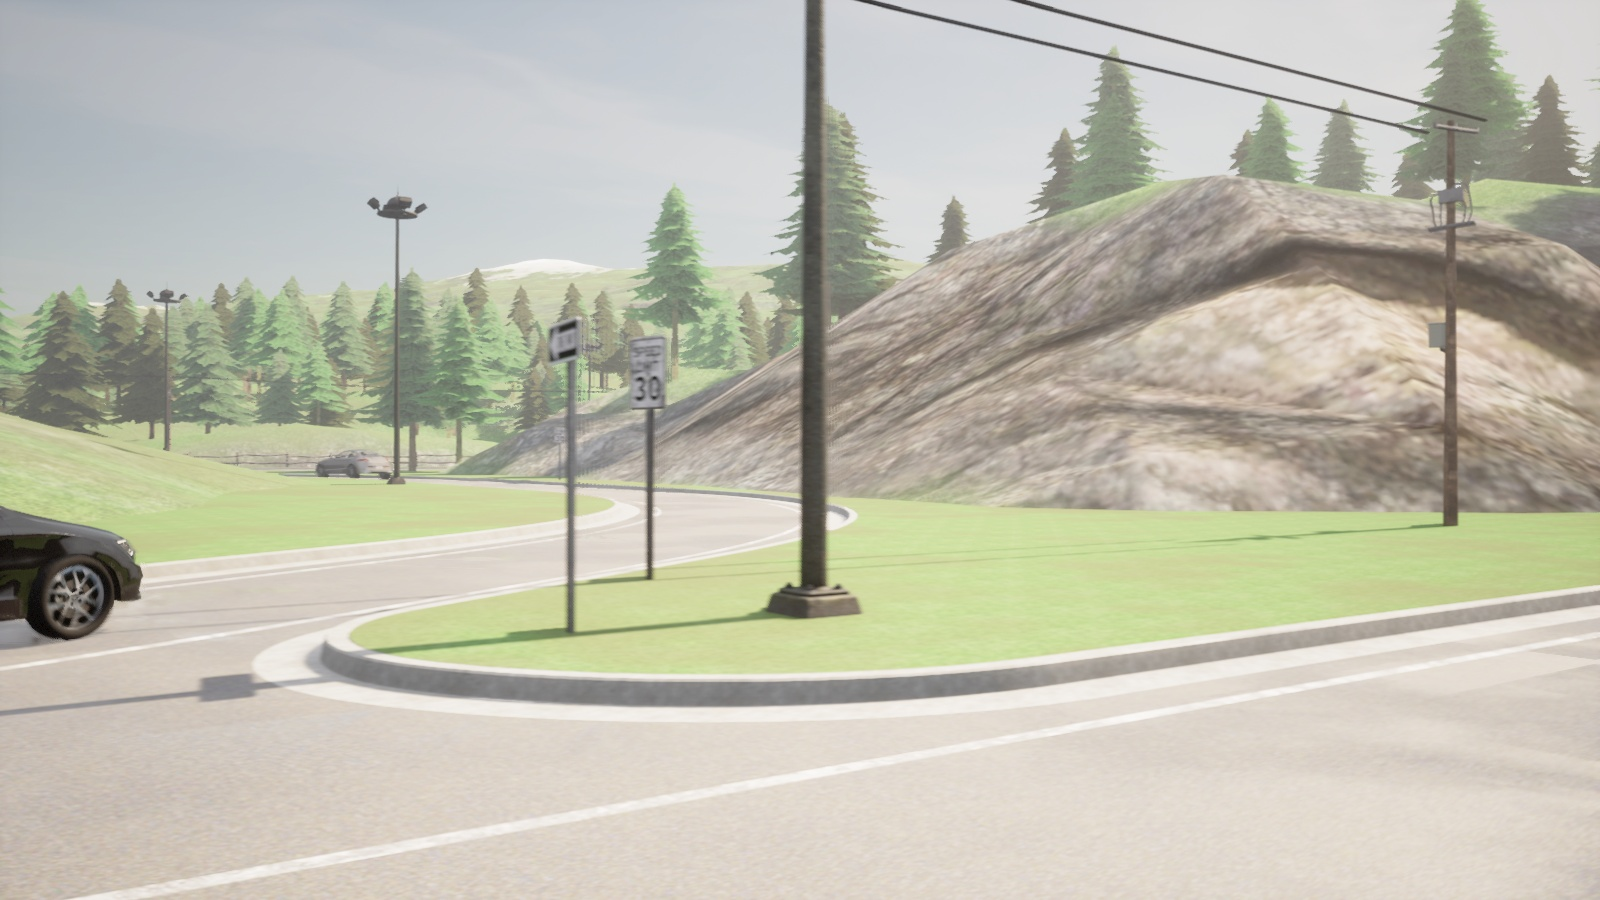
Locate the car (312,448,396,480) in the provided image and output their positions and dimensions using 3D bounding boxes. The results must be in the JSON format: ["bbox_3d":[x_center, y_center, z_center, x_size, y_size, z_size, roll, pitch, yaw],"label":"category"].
[{"bbox_3d":[-24.431,0.744,68.732,5.027,1.651,2.152,0,0,41],"label":"car"}]

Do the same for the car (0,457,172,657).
[{"bbox_3d":[-7.060,0.796,9.124,1.816,1.474,4.193,0,0,28],"label":"car"}]
